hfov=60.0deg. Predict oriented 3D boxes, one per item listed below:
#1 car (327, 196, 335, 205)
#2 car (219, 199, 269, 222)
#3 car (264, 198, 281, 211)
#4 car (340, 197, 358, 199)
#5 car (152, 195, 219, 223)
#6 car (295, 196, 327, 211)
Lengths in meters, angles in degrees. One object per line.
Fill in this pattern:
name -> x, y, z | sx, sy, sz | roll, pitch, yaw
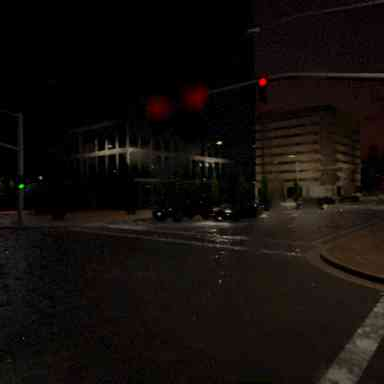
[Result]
car -> 21.167, 1.362, 52.715 | 1.994, 1.385, 4.181 | -1, 0, 40
car -> 3.737, 1.520, 26.425 | 2.033, 1.411, 5.357 | -1, 0, 40
car -> 8.415, 1.453, 37.524 | 1.812, 1.442, 4.674 | -1, 0, 40
car -> 23.878, 1.022, 50.506 | 1.994, 1.385, 4.181 | -1, 0, 40
car -> -0.610, 1.247, 26.635 | 2.150, 2.045, 5.566 | -1, 0, 41
car -> 13.442, 1.371, 38.090 | 1.837, 1.490, 4.892 | -1, 0, 40
